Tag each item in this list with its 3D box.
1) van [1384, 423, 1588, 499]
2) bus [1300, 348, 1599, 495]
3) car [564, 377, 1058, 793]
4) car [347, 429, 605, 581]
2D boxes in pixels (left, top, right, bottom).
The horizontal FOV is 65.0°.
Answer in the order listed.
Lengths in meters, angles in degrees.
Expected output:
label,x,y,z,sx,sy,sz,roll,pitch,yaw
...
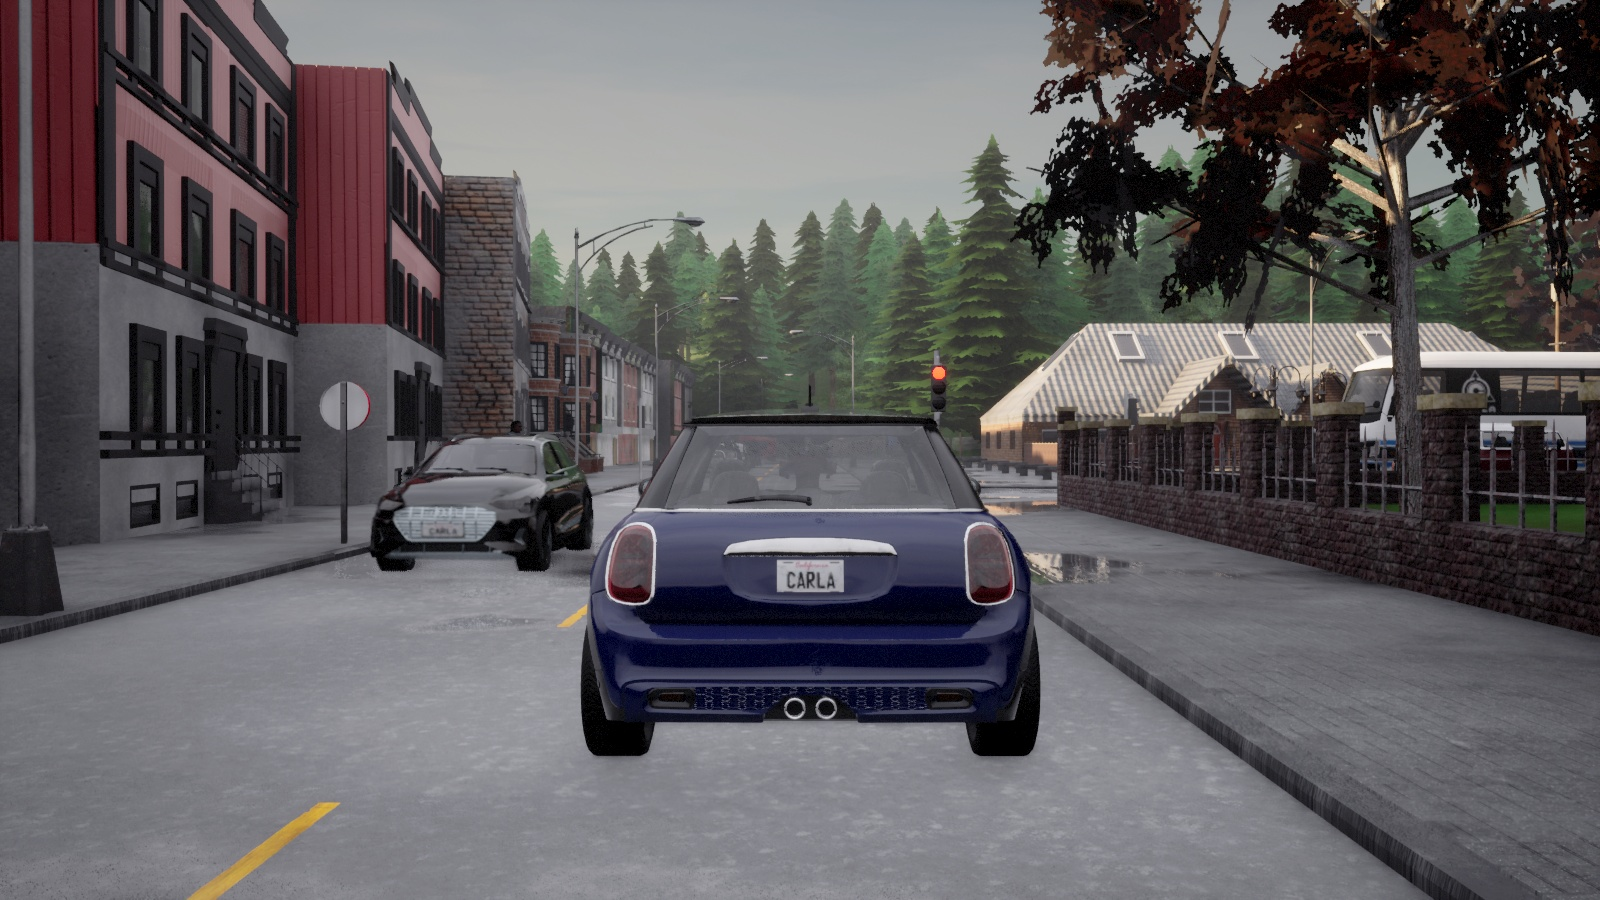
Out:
label,x,y,z,sx,sy,sz,roll,pitch,yaw
van,18.721,0.291,34.419,4.480,2.038,2.069,0,0,-1
bus,21.243,-0.830,38.441,10.273,4.253,3.944,0,0,0
car,0.057,0.562,7.614,2.097,1.767,4.553,0,0,0
car,-3.898,0.583,16.066,2.033,1.649,4.856,0,0,0
